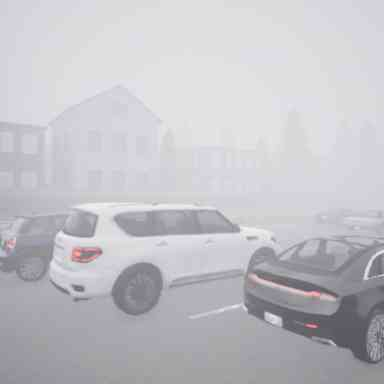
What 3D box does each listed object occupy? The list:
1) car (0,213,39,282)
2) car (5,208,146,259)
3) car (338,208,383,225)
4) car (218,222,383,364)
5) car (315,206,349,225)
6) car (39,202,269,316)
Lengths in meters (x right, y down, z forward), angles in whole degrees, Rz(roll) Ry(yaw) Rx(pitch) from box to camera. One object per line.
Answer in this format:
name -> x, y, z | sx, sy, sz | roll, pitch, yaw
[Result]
car -> -3.251, 1.378, 10.023 | 4.553, 1.767, 2.097 | 1, 0, -35
car -> -4.556, 1.511, 13.391 | 5.008, 1.535, 1.882 | 1, 0, -35
car -> 11.324, 1.775, 20.412 | 4.718, 1.301, 1.895 | 1, 0, -35
car -> 3.085, 1.540, 5.944 | 4.902, 1.511, 2.128 | 1, 0, -35
car -> 10.930, 1.755, 24.432 | 4.181, 1.385, 1.994 | 1, 0, -35
car -> -0.311, 1.257, 7.820 | 5.566, 2.045, 2.150 | 0, 0, -35
